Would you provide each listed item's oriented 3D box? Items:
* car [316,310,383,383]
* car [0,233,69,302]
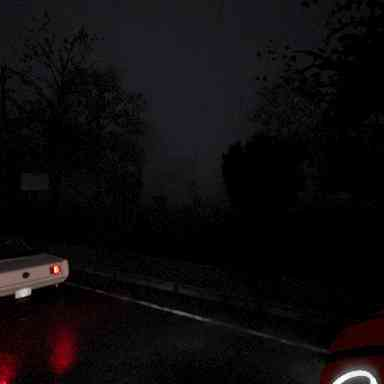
[{"bbox_3d":[3.066,1.353,1.842,4.553,1.767,2.097,0,0,35],"label":"car"},{"bbox_3d":[-4.960,1.597,7.515,4.718,1.301,1.895,0,0,35],"label":"car"}]
